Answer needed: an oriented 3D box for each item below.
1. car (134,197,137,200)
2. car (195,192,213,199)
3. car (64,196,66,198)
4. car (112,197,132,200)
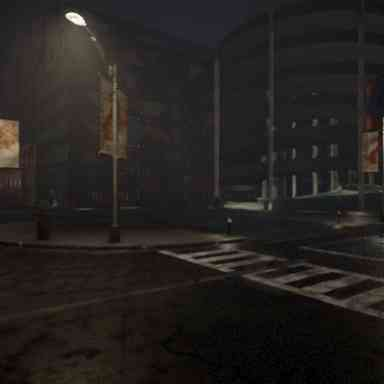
[{"bbox_3d":[-11.552,1.468,62.395,1.895,1.301,4.718,0,0,-36],"label":"car"},{"bbox_3d":[2.963,1.038,73.893,2.435,2.045,5.566,0,0,-36],"label":"car"},{"bbox_3d":[-21.203,1.415,55.945,2.161,1.482,4.786,0,0,-36],"label":"car"},{"bbox_3d":[-10.726,1.323,48.463,2.002,1.452,4.674,0,0,-36],"label":"car"}]
